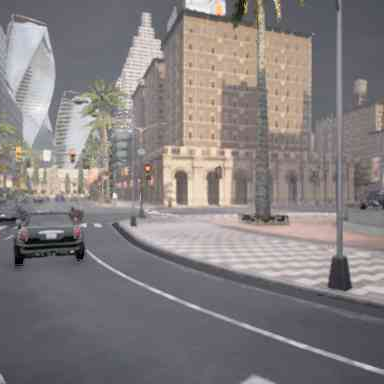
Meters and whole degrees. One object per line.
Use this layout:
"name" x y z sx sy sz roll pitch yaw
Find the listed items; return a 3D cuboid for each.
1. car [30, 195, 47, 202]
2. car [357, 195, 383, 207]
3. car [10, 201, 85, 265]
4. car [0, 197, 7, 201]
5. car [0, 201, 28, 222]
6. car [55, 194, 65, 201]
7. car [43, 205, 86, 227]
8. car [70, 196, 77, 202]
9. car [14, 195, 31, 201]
"car" -33.903 1.748 73.598 1.882 1.535 5.008 0 0 -19
"car" 30.148 1.531 55.033 5.566 2.045 2.150 1 0 -19
"car" -5.277 1.398 12.224 2.097 1.767 4.553 0 0 -26
"car" -38.851 1.745 67.320 2.161 1.482 4.786 0 0 -19
"car" -13.949 1.654 25.458 1.994 1.385 4.181 0 0 -18
"car" -35.215 1.559 88.522 2.150 2.045 5.566 0 0 -19
"car" -9.362 1.697 24.802 1.895 1.301 4.718 0 0 -8
"car" -32.019 1.938 89.979 1.895 1.301 4.718 0 0 -19
"car" -37.207 1.784 72.441 2.128 1.511 4.902 0 0 -19
